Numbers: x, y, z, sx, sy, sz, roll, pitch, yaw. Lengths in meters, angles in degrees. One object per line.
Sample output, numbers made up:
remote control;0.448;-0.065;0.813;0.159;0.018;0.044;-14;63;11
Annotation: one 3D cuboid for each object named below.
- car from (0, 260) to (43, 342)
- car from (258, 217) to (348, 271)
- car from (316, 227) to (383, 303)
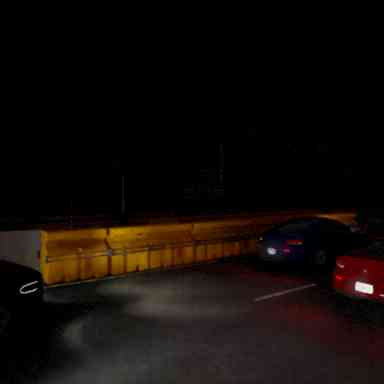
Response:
car;-4.786;1.474;4.628;5.008;1.535;1.882;0;0;-35
car;4.199;1.557;11.041;4.674;1.442;1.812;0;0;-36
car;4.957;1.551;7.290;4.674;1.442;1.812;0;0;-36
